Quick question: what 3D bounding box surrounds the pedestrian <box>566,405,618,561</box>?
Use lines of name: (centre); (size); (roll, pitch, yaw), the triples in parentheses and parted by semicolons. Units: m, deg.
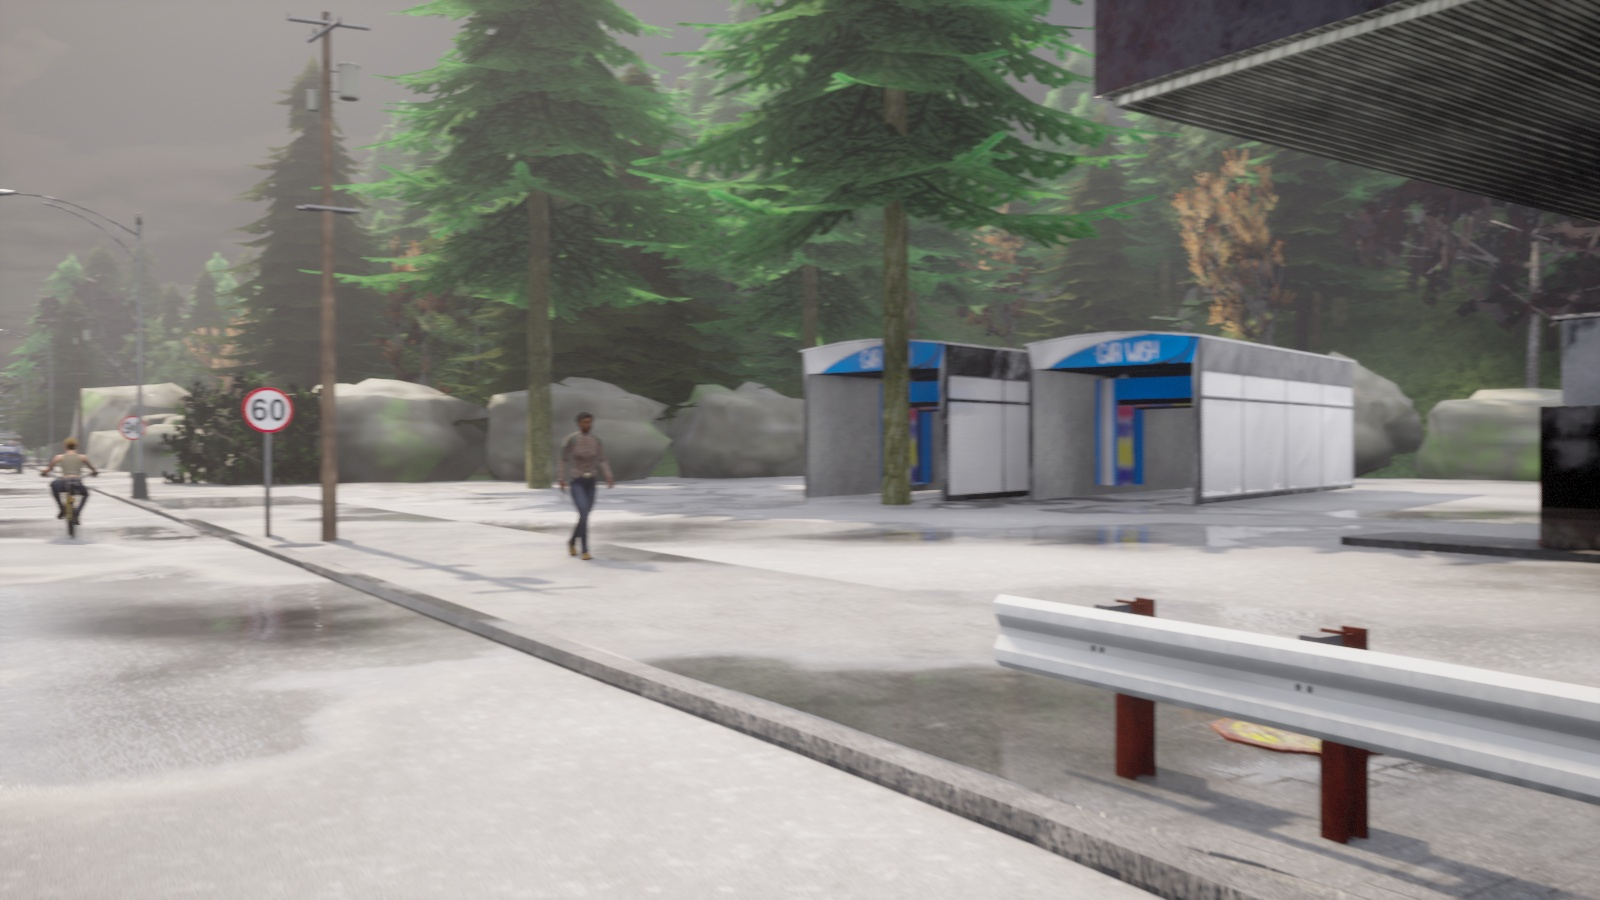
pedestrian: (-2.488, 0.375, 14.965); (0.328, 1.805, 0.869); (0, 0, -30)

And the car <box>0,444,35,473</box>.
car: (-42.862, 0.420, 68.383); (1.882, 1.535, 5.008); (0, 0, -33)

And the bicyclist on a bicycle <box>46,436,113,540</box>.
bicyclist on a bicycle: (-11.713, 0.589, 20.404); (0.866, 1.612, 1.509); (0, 0, -33)
